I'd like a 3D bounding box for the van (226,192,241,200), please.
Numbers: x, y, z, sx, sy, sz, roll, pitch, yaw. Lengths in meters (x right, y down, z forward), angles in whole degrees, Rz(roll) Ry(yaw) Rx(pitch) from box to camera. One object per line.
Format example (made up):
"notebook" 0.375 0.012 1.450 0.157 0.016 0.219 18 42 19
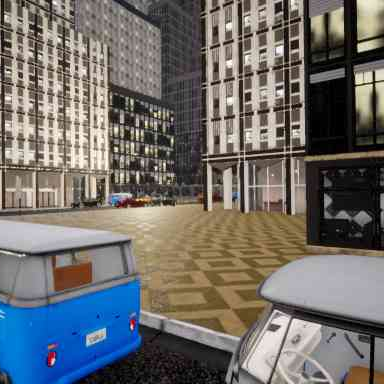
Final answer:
"van" 9.509 0.872 75.630 1.690 1.788 3.998 0 0 36

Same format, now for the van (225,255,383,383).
"van" 1.995 1.341 1.464 3.998 1.788 1.690 0 -1 36

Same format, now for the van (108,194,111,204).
"van" -10.485 1.136 48.326 1.690 1.788 3.998 0 0 36

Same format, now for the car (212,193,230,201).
"car" 6.178 1.017 71.079 1.967 1.590 4.097 0 0 36

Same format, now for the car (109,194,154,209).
"car" -7.031 1.267 38.858 1.887 1.381 4.507 0 0 36

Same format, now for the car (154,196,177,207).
"car" -3.700 1.230 43.407 2.008 1.369 4.403 0 0 36

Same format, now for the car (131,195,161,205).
"car" -7.252 1.279 52.739 1.752 1.417 4.829 0 0 36

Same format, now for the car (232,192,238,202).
"car" 6.293 1.101 57.053 2.008 1.369 4.403 0 0 36

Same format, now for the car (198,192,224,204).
"car" 2.960 0.909 52.504 2.192 1.841 5.009 0 0 36

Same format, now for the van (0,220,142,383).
"van" -2.545 1.342 4.703 3.998 1.788 1.690 0 -1 36

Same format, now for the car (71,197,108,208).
"car" -13.816 1.404 43.776 1.947 1.339 4.313 0 0 36
